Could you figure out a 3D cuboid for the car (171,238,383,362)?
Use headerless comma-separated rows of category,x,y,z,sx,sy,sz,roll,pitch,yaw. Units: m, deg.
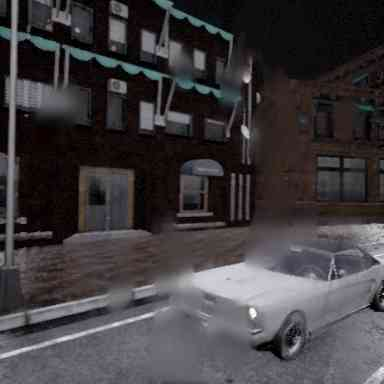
car,1.968,1.589,6.050,4.718,1.301,1.895,0,0,-39
